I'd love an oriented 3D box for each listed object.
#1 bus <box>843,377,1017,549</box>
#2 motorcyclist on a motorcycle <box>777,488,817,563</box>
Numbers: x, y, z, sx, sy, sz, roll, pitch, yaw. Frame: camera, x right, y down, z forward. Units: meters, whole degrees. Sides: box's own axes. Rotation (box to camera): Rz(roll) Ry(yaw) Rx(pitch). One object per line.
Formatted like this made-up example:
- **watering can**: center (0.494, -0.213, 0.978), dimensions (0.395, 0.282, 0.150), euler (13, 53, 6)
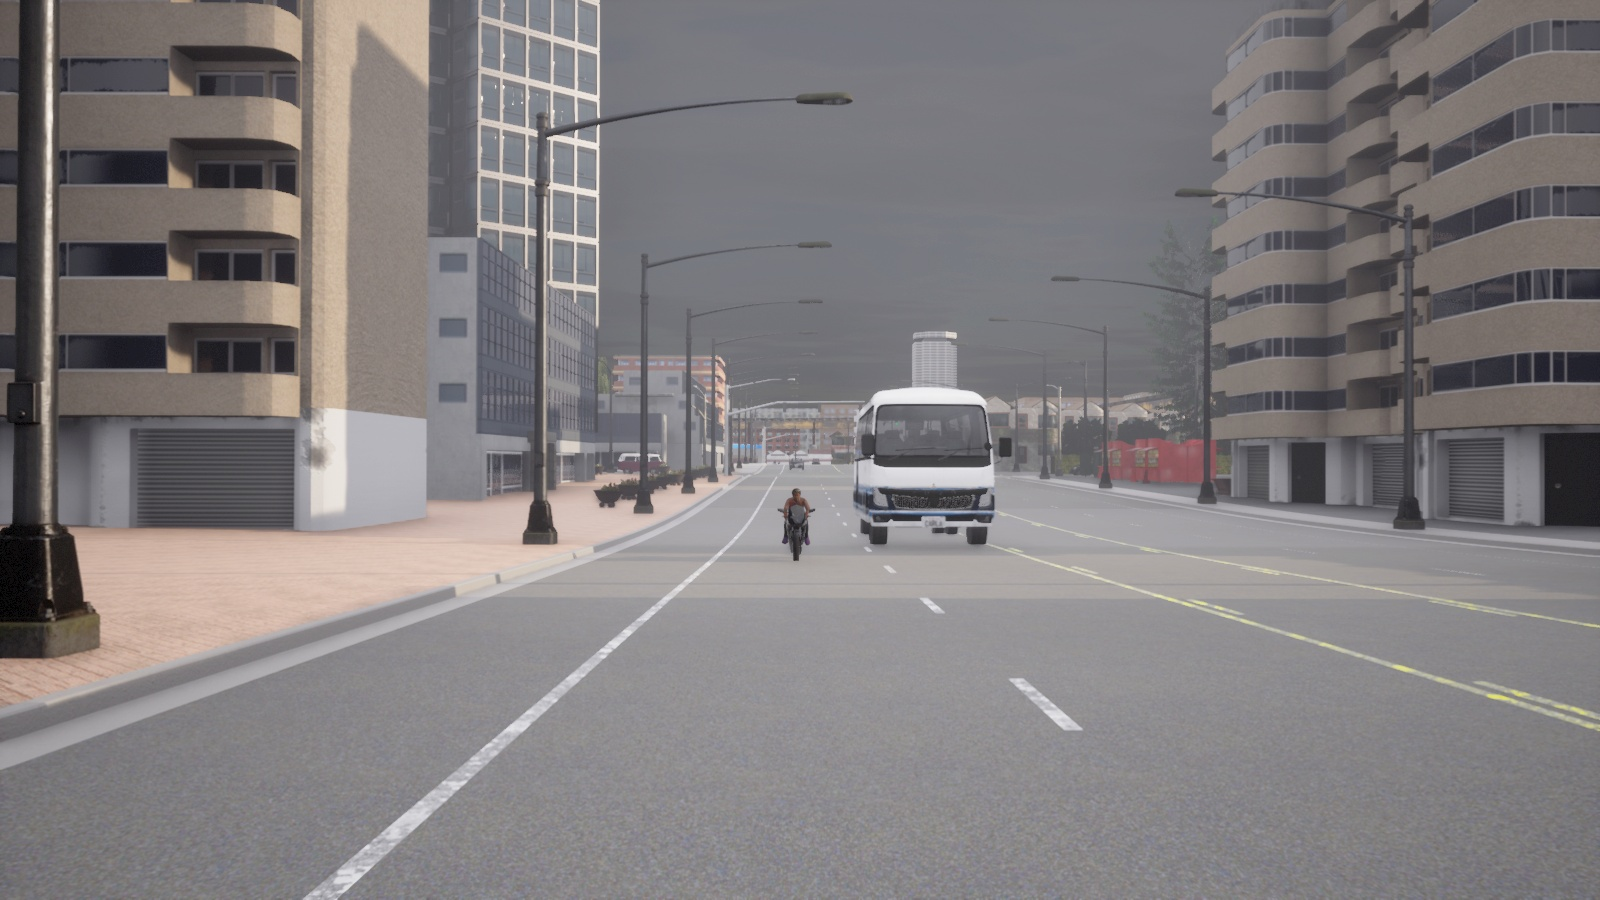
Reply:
- **bus**: center (3.405, 0.424, 36.375), dimensions (3.944, 4.253, 10.273), euler (0, -1, 0)
- **motorcyclist on a motorcycle**: center (-0.065, 1.564, 26.595), dimensions (0.797, 1.523, 2.044), euler (0, -2, 0)
